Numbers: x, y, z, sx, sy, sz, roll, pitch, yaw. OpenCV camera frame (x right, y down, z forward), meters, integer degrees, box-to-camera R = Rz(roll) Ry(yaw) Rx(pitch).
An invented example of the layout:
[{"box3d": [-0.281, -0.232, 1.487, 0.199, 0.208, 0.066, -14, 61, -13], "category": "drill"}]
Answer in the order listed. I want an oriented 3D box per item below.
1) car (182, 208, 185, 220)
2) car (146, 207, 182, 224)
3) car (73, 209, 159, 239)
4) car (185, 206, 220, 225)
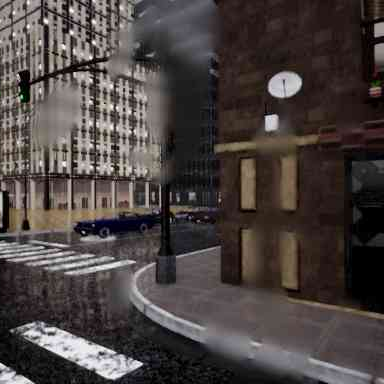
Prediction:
[{"box3d": [0.059, 1.968, 30.165, 2.008, 1.369, 4.403, -2, -2, 35], "category": "car"}, {"box3d": [-3.134, 1.887, 25.602, 2.008, 1.369, 4.403, -2, -2, 35], "category": "car"}, {"box3d": [-4.365, 1.829, 19.157, 1.895, 1.301, 4.718, -1, -1, 36], "category": "car"}, {"box3d": [2.033, 1.937, 28.219, 2.033, 1.411, 5.357, -1, -1, 35], "category": "car"}]
